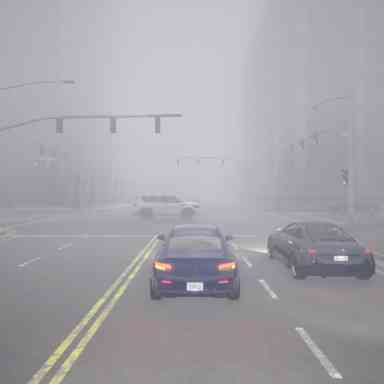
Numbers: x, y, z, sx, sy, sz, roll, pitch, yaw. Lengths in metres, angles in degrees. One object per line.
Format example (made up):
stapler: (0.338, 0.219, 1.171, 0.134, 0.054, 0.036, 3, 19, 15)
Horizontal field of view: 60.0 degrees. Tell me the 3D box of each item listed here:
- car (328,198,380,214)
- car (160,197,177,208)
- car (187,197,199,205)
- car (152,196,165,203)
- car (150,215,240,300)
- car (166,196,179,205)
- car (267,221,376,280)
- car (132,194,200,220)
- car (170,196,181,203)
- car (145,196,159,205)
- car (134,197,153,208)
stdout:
car: (16.780, 1.422, 34.500, 5.008, 1.535, 1.882, 0, 0, 0)
car: (-3.489, 1.492, 49.659, 2.128, 1.511, 4.902, 0, 0, 0)
car: (0.225, 1.564, 59.215, 1.994, 1.385, 4.181, 0, 0, 0)
car: (-6.857, 1.547, 68.633, 2.033, 1.411, 5.357, 0, 0, 0)
car: (0.077, 1.526, 8.256, 1.812, 1.442, 4.674, 0, 0, 1)
car: (-3.448, 1.478, 59.250, 1.882, 1.535, 5.008, 0, 0, 0)
car: (3.593, 1.564, 9.992, 1.994, 1.385, 4.181, 0, 0, 0)
car: (-2.095, 1.191, 27.145, 5.566, 2.045, 2.150, 0, 0, -1)
car: (-3.351, 1.564, 69.253, 1.994, 1.385, 4.181, 0, 0, 0)
car: (-6.957, 1.505, 58.186, 1.837, 1.490, 4.892, 0, 0, 0)
car: (-6.994, 1.547, 48.452, 2.033, 1.411, 5.357, 0, 0, 0)
